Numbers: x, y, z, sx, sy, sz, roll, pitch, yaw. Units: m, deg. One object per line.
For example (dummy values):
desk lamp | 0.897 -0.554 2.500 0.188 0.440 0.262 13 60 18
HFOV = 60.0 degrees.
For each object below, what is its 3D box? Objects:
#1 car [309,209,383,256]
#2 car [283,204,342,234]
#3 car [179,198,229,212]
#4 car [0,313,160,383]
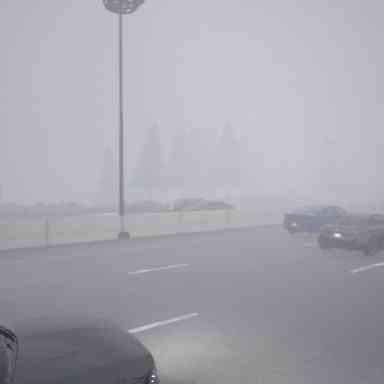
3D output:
car | 6.743 1.489 12.852 4.181 1.385 1.994 0 0 -35
car | 6.877 1.388 17.244 5.008 1.535 1.882 0 0 -35
car | 1.330 1.436 26.309 4.892 1.490 1.837 0 0 -35
car | -2.500 1.512 1.963 4.892 1.490 1.837 -1 0 -35
